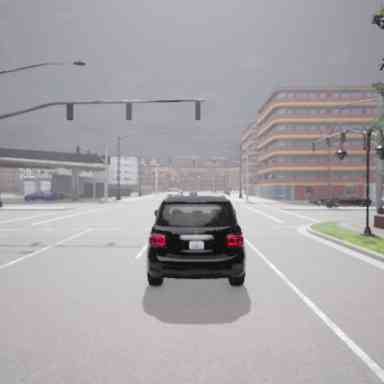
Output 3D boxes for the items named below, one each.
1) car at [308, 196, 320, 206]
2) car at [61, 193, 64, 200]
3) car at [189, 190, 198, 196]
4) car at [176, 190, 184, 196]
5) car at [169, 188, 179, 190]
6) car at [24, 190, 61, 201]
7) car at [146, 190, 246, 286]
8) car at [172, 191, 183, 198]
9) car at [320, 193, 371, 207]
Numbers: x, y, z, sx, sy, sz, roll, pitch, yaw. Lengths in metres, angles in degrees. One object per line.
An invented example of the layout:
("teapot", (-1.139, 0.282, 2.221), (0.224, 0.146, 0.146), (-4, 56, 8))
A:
("car", (16.883, 0.916, 41.137), (4.892, 1.490, 1.837), (-1, 1, 1))
("car", (-23.975, 0.648, 56.855), (3.806, 1.475, 1.970), (0, 1, 1))
("car", (0.287, 0.218, 81.187), (2.128, 1.511, 4.902), (0, 1, 0))
("car", (-3.271, 0.165, 89.001), (2.033, 1.411, 5.357), (0, 1, 0))
("car", (-3.100, 0.411, 57.017), (2.150, 2.045, 5.566), (0, 1, 0))
("car", (-23.264, 0.568, 51.102), (4.611, 1.667, 2.242), (0, 1, 1))
("car", (0.095, 1.090, 9.154), (2.150, 2.045, 5.566), (0, 1, 0))
("car", (-3.152, 0.504, 72.885), (2.033, 1.411, 5.357), (0, 1, 0))
("car", (17.482, 1.064, 37.626), (4.718, 1.301, 1.895), (0, 1, 0))
